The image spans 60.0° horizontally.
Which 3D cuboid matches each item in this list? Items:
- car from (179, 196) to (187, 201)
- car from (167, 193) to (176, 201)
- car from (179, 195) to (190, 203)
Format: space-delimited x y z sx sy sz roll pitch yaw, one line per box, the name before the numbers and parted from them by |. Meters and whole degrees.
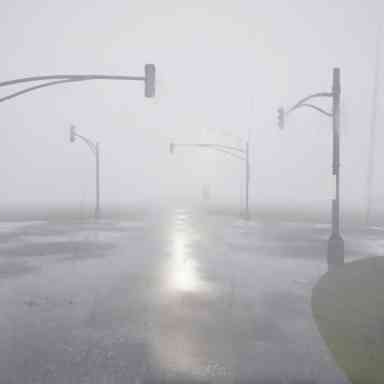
car | -2.183 1.558 79.898 1.895 1.301 4.718 0 0 -4
car | -4.570 1.013 73.918 2.097 1.767 4.553 0 0 -3
car | -1.586 1.383 69.824 2.097 1.767 4.553 0 0 -3
